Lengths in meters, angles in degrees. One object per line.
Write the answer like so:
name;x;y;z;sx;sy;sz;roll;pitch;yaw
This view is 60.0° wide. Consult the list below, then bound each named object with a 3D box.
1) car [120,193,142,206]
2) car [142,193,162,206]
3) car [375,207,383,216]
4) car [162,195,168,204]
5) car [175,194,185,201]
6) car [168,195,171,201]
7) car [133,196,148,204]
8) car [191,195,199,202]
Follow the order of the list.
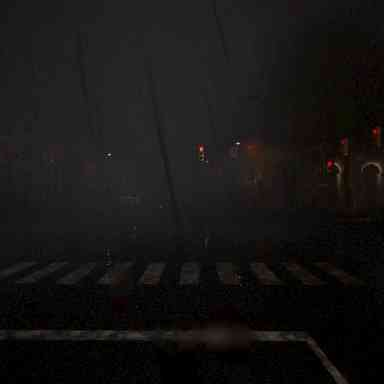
car;-10.210;1.222;54.839;2.150;2.045;5.566;0;0;0
car;-6.703;1.221;56.253;2.150;2.045;5.566;0;0;-1
car;18.598;1.526;29.145;4.674;1.442;1.812;0;0;1
car;-6.515;1.491;66.378;2.128;1.511;4.902;0;0;2
car;-2.773;1.279;78.602;2.097;1.767;4.553;0;0;1
car;-6.222;1.471;81.551;1.882;1.535;5.008;0;0;1
car;-10.047;1.547;65.072;2.033;1.411;5.357;0;0;2
car;0.727;1.450;78.573;2.128;1.511;4.902;0;0;1
